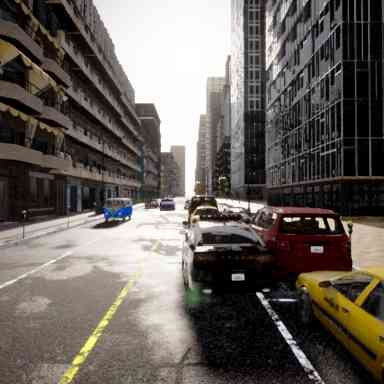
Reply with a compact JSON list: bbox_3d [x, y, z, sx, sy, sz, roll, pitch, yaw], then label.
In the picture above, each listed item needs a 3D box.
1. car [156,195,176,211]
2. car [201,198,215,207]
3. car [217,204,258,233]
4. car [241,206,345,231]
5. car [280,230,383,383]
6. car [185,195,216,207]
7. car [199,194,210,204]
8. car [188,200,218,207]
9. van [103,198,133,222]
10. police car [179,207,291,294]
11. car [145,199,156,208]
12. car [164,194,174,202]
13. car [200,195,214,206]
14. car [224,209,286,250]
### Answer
[{"bbox_3d":[-3.096,1.529,42.394,1.882,1.535,5.008,0,0,0],"label":"car"},{"bbox_3d":[2.579,1.647,53.727,1.947,1.339,4.313,1,0,0],"label":"car"},{"bbox_3d":[2.655,1.558,20.591,1.887,1.381,4.507,1,0,0],"label":"car"},{"bbox_3d":[2.684,1.320,9.545,2.192,1.841,5.009,1,0,0],"label":"car"},{"bbox_3d":[2.693,1.527,4.193,1.752,1.417,4.829,1,0,0],"label":"car"},{"bbox_3d":[0.771,1.241,24.948,2.150,2.045,5.566,0,0,-1],"label":"car"},{"bbox_3d":[2.543,1.447,70.297,2.192,1.841,5.009,1,0,0],"label":"car"},{"bbox_3d":[0.810,1.468,19.086,1.801,1.575,5.366,0,0,0],"label":"car"},{"bbox_3d":[-5.734,1.362,26.096,1.690,1.788,3.998,1,0,0],"label":"van"},{"bbox_3d":[0.718,1.429,8.957,1.930,1.638,5.238,0,0,-4],"label":"police car"},{"bbox_3d":[-5.789,1.647,48.186,1.802,1.307,4.206,1,0,0],"label":"car"},{"bbox_3d":[-5.875,1.514,86.847,2.192,1.841,5.009,1,0,0],"label":"car"},{"bbox_3d":[2.569,1.412,59.251,2.192,1.841,5.009,1,0,0],"label":"car"},{"bbox_3d":[2.668,1.574,15.067,1.947,1.339,4.313,1,0,0],"label":"car"}]
